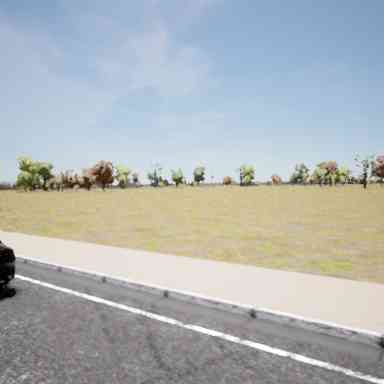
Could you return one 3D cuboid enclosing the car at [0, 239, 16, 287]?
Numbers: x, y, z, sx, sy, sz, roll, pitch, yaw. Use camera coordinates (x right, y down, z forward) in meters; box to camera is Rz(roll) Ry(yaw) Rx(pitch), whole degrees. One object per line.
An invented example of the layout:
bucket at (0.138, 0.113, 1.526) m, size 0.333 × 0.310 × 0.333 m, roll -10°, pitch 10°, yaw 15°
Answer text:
car at (-6.230, 1.542, 8.245) m, size 4.892 × 1.490 × 1.837 m, roll 0°, pitch 0°, yaw 36°
